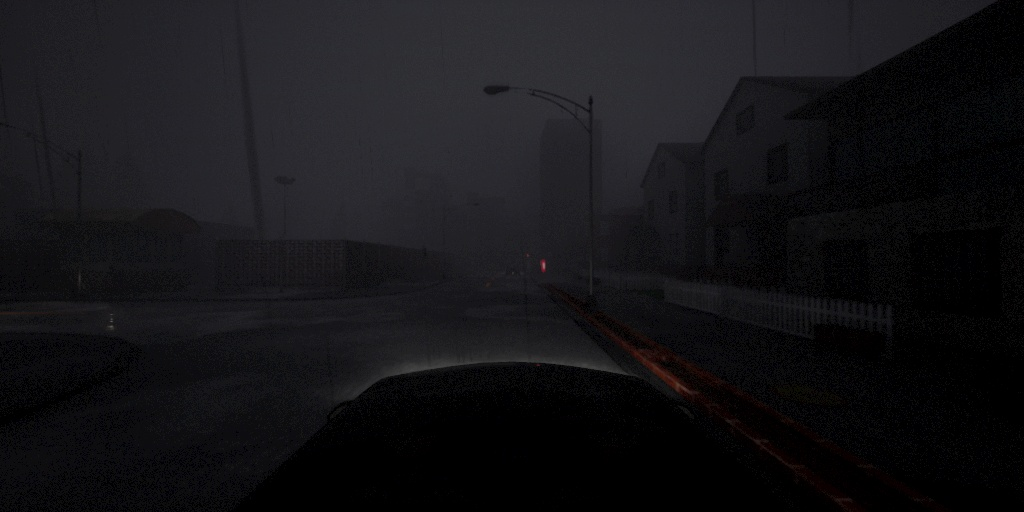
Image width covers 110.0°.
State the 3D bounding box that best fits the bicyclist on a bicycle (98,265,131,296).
[{"bbox_3d":[-21.740,1.327,19.629,0.582,1.620,1.656,0,0,0],"label":"bicyclist on a bicycle"}]

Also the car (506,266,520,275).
[{"bbox_3d":[0.108,1.946,48.643,1.895,1.301,4.718,0,-1,0],"label":"car"}]
